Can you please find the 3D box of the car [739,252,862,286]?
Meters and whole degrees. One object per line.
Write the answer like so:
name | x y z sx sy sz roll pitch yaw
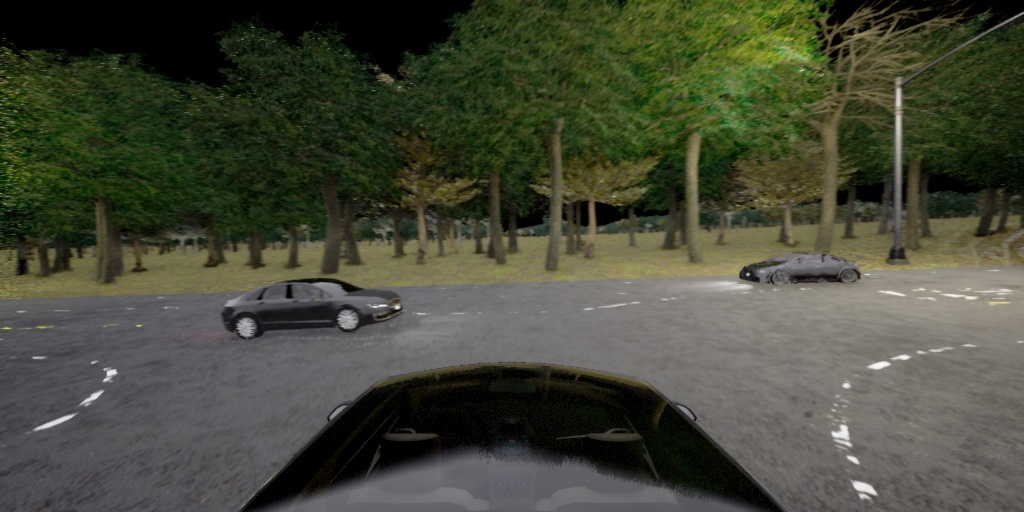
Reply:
car | 12.425 0.540 15.662 4.181 1.385 1.994 -3 3 6

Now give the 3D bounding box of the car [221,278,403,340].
car | -5.679 1.397 10.369 4.892 1.490 1.837 -5 2 5
